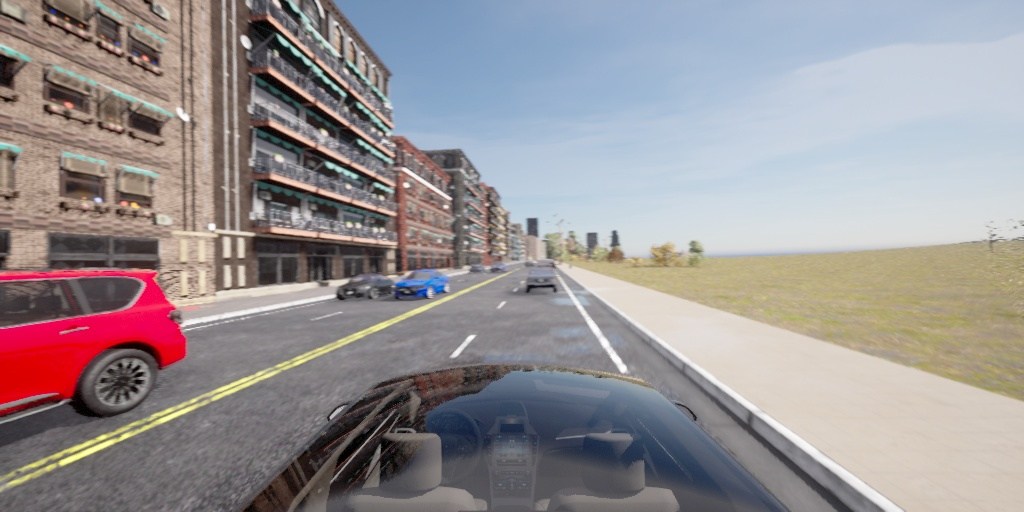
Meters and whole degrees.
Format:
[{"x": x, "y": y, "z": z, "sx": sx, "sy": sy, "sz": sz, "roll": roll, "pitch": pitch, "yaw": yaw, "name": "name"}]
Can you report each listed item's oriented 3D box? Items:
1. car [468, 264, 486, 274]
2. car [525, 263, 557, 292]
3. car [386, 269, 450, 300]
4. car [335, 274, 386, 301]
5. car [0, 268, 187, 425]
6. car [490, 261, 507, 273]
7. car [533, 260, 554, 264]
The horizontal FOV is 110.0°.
[{"x": -5.172, "y": 1.879, "z": 53.502, "sx": 1.994, "sy": 1.385, "sz": 4.181, "roll": -2, "pitch": 0, "yaw": 6, "name": "car"}, {"x": 1.843, "y": 1.403, "z": 22.238, "sx": 2.033, "sy": 1.411, "sz": 5.357, "roll": -2, "pitch": 0, "yaw": 6, "name": "car"}, {"x": -4.974, "y": 1.531, "z": 20.314, "sx": 1.882, "sy": 1.535, "sz": 5.008, "roll": -2, "pitch": -1, "yaw": 6, "name": "car"}, {"x": -8.214, "y": 1.722, "z": 20.549, "sx": 1.994, "sy": 1.385, "sz": 4.181, "roll": -2, "pitch": -1, "yaw": 6, "name": "car"}, {"x": -6.597, "y": 1.193, "z": 3.568, "sx": 2.150, "sy": 2.045, "sz": 5.566, "roll": -2, "pitch": -1, "yaw": 5, "name": "car"}, {"x": -1.959, "y": 1.564, "z": 53.062, "sx": 2.097, "sy": 1.767, "sz": 4.553, "roll": -2, "pitch": 0, "yaw": 6, "name": "car"}, {"x": 3.966, "y": 1.441, "z": 44.918, "sx": 1.882, "sy": 1.535, "sz": 5.008, "roll": -2, "pitch": -1, "yaw": 5, "name": "car"}]
